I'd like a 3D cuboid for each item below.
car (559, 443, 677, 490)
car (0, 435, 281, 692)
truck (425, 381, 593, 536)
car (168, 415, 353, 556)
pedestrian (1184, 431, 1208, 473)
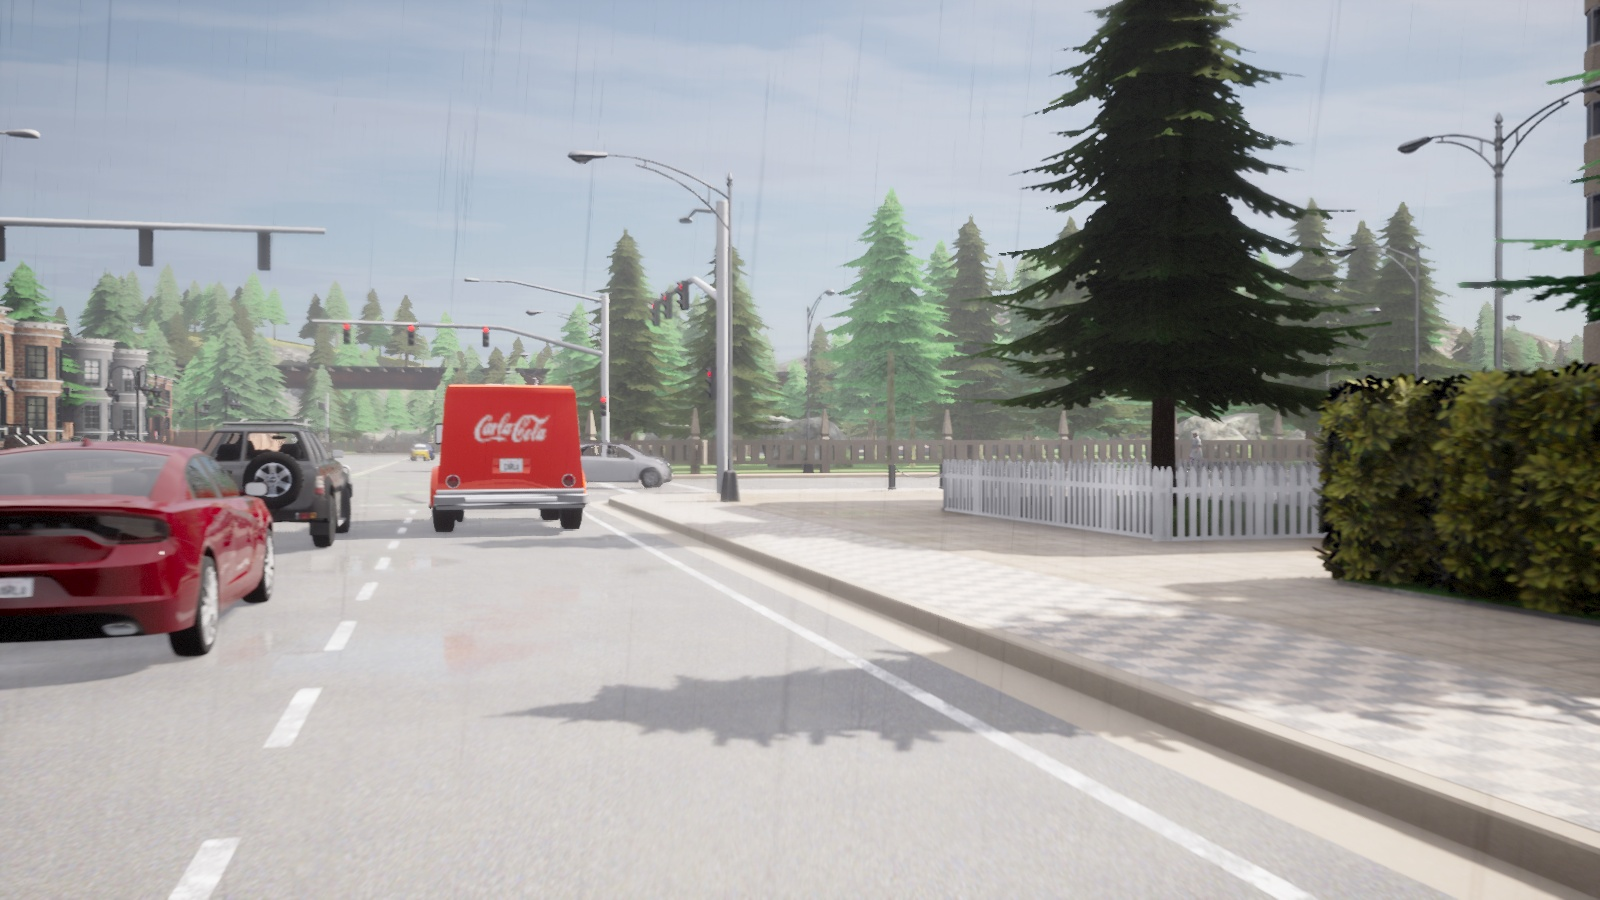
[{"bbox_3d":[-5.932,0.523,41.236,3.633,1.501,1.845,0,0,-1],"label":"car"},{"bbox_3d":[-5.447,0.664,9.921,1.882,1.535,5.008,0,0,-15],"label":"car"},{"bbox_3d":[-5.355,0.125,22.734,2.627,2.467,5.204,0,0,-15],"label":"truck"},{"bbox_3d":[-7.922,0.450,18.879,1.932,1.855,4.605,0,0,-15],"label":"car"},{"bbox_3d":[18.344,0.092,58.179,0.873,1.952,0.659,0,0,-16],"label":"pedestrian"}]
